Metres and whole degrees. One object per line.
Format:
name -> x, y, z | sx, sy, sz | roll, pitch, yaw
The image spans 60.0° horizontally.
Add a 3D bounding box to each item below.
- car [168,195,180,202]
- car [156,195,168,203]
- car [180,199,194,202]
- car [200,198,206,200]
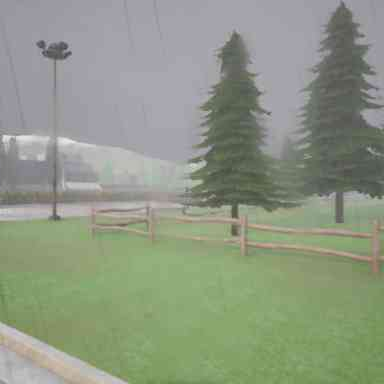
car -> -1.729, 1.230, 59.021 | 1.994, 1.385, 4.181 | 1, 0, 36
car -> -4.640, 1.203, 60.978 | 1.994, 1.385, 4.181 | 1, 0, 37
car -> 0.679, 1.185, 56.398 | 2.128, 1.511, 4.902 | 1, 0, 37
car -> 3.484, 1.201, 54.308 | 1.882, 1.535, 5.008 | 1, 0, 36
